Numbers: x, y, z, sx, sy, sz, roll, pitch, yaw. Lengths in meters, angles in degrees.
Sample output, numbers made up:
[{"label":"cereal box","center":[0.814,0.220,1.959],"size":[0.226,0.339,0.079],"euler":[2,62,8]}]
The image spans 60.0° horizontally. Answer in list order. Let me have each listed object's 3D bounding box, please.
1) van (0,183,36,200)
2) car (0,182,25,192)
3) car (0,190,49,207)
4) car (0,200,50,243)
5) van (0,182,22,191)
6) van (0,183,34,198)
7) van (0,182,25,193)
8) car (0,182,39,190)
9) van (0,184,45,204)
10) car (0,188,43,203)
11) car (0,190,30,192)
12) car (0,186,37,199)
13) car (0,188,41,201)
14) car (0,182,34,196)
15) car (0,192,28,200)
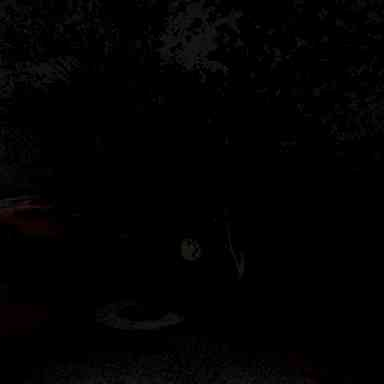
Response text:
[{"label":"van","center":[-21.982,-0.065,41.403],"size":[4.442,1.987,1.878],"euler":[1,1,-30]},{"label":"car","center":[-38.528,-1.135,70.377],"size":[5.566,2.045,2.435],"euler":[1,1,-30]},{"label":"car","center":[-16.418,0.595,31.866],"size":[4.792,1.488,2.163],"euler":[1,2,-30]},{"label":"car","center":[-6.812,1.335,15.182],"size":[5.008,1.535,2.097],"euler":[1,2,-30]},{"label":"van","center":[-39.783,-1.194,72.851],"size":[4.442,1.987,1.878],"euler":[1,1,-30]},{"label":"van","center":[-24.552,-0.238,46.330],"size":[4.442,1.987,1.878],"euler":[1,1,-30]},{"label":"van","center":[-34.267,-0.848,63.247],"size":[4.442,1.987,1.878],"euler":[1,1,-30]},{"label":"car","center":[-14.982,0.426,29.487],"size":[5.566,2.045,2.435],"euler":[1,2,-30]},{"label":"van","center":[-17.724,0.229,34.440],"size":[4.442,1.987,1.878],"euler":[1,2,-30]},{"label":"car","center":[-19.187,0.379,36.804],"size":[4.792,1.488,2.163],"euler":[1,2,-30]},{"label":"car","center":[-12.420,0.892,24.587],"size":[5.366,1.575,1.946],"euler":[1,2,-30]},{"label":"car","center":[-23.277,0.073,43.878],"size":[5.008,1.535,2.097],"euler":[1,1,-30]},{"label":"car","center":[-20.501,0.284,39.091],"size":[4.792,1.488,2.163],"euler":[1,1,-30]},{"label":"car","center":[-27.434,-0.439,51.059],"size":[5.566,2.045,2.435],"euler":[1,1,-30]},{"label":"car","center":[-8.155,1.100,17.598],"size":[4.553,1.767,2.185],"euler":[1,2,-30]}]
